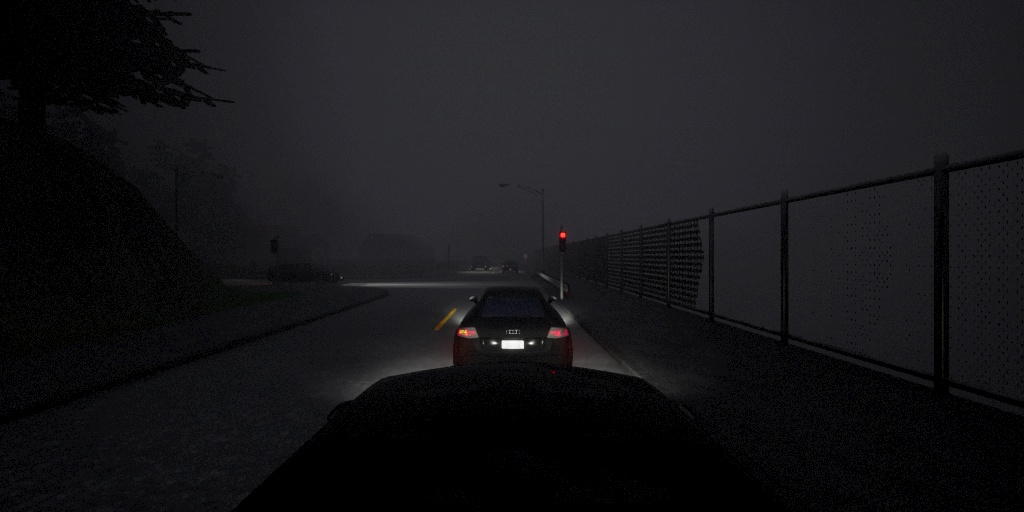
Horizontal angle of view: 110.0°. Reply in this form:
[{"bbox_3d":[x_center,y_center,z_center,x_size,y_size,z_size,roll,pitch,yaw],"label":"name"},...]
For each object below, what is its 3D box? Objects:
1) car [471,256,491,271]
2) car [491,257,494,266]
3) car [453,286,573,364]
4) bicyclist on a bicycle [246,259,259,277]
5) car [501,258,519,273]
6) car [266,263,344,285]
[{"bbox_3d":[-4.482,0.972,50.585,2.150,2.045,5.566,0,0,0],"label":"car"},{"bbox_3d":[-4.542,1.276,60.501,1.812,1.442,4.674,0,0,0],"label":"car"},{"bbox_3d":[0.019,1.314,7.450,1.994,1.385,4.181,0,0,0],"label":"car"},{"bbox_3d":[-24.042,1.099,33.271,0.582,1.620,1.656,0,0,0],"label":"bicyclist on a bicycle"},{"bbox_3d":[-0.202,1.255,42.747,1.837,1.490,4.892,0,0,-1],"label":"car"},{"bbox_3d":[-14.344,1.241,24.961,4.902,1.511,2.128,0,0,-1],"label":"car"}]
